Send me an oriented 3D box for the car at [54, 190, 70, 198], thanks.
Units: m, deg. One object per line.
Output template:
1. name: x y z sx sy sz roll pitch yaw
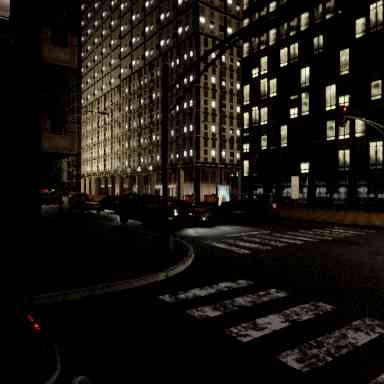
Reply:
1. car: -25.274 0.309 64.632 1.887 1.381 4.507 1 0 -36

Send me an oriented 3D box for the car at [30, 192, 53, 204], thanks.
1. car: -18.936 0.752 41.710 1.802 1.307 4.206 2 0 -36

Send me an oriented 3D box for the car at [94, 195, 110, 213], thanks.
1. car: -6.449 0.988 28.954 1.882 1.535 5.008 0 1 -36

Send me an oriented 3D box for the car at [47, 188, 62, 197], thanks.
1. car: -28.538 0.099 69.114 1.967 1.590 4.097 1 0 -36

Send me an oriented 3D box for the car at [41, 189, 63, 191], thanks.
1. car: -25.554 0.382 60.590 1.994 1.385 4.181 0 1 -36

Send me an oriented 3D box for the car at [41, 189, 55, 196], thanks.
1. car: -31.808 0.096 73.597 1.887 1.381 4.507 1 0 -36

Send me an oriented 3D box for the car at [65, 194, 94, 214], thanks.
1. car: -9.136 1.067 28.266 1.802 1.307 4.206 2 0 -36

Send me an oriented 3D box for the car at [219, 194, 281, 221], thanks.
1. car: 4.140 1.027 24.287 2.192 1.841 5.009 1 0 -36

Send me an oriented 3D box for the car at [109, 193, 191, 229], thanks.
1. car: -2.595 1.008 19.302 2.192 1.841 5.009 2 0 -36

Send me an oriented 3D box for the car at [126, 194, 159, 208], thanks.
1. car: -5.669 0.965 37.736 1.947 1.339 4.313 1 0 -36

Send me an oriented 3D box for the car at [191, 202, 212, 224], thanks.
1. car: -0.671 1.220 21.026 1.812 1.442 4.674 0 1 -36

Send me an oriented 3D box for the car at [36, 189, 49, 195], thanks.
1. car: -35.076 -0.011 78.080 1.887 1.381 4.507 1 0 -36

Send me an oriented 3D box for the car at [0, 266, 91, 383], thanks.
1. car: -2.744 1.351 1.413 4.553 1.767 2.097 0 0 -35

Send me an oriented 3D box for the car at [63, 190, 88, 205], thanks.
1. car: -12.340 0.813 37.053 2.128 1.511 4.902 0 1 -36

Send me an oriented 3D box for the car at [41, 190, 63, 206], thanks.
1. car: -15.669 0.827 37.229 2.008 1.369 4.403 2 0 -36

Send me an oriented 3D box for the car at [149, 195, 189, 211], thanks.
1. car: -2.402 1.070 33.253 1.947 1.339 4.313 1 0 -36
